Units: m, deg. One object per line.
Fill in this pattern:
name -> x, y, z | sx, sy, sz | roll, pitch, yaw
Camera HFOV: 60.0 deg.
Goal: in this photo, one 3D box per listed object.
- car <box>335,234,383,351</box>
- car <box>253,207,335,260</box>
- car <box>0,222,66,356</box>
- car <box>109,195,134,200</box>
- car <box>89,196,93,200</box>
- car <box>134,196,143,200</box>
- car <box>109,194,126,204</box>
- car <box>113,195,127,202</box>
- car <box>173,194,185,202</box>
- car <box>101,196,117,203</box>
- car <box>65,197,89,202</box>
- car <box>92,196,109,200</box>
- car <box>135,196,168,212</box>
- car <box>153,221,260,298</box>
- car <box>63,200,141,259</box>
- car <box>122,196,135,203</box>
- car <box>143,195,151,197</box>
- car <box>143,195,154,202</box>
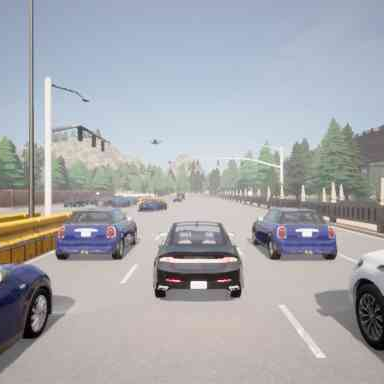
car -> 3.615, 1.221, 3.049 | 2.150, 2.045, 5.566 | 0, 0, 0
car -> 3.645, 1.352, 12.633 | 2.097, 1.767, 4.553 | 0, 0, 0
car -> -3.384, 1.352, 3.738 | 2.097, 1.767, 4.553 | 0, 0, 0
car -> -10.399, 1.476, 49.246 | 1.882, 1.535, 5.008 | 0, 0, 0
car -> -17.344, 1.503, 58.787 | 1.837, 1.490, 4.892 | 0, 0, 1
car -> -10.355, 1.524, 58.312 | 1.812, 1.442, 4.674 | 0, 0, 1
car -> -13.815, 1.350, 62.105 | 2.097, 1.767, 4.553 | 0, 0, 1
car -> -17.195, 1.537, 79.704 | 2.033, 1.411, 5.357 | 0, 0, 0
car -> -3.211, 1.593, 74.952 | 1.895, 1.301, 4.718 | 0, 0, 0
car -> -17.236, 1.523, 69.213 | 2.128, 1.511, 4.902 | 0, 0, 0
car -> -17.417, 1.503, 49.373 | 1.837, 1.490, 4.892 | 0, 0, 1
car -> -13.870, 1.524, 52.961 | 1.812, 1.442, 4.674 | 0, 0, 1
car -> -4.504, 1.563, 39.557 | 1.994, 1.385, 4.181 | 0, 0, 26
car -> 0.131, 1.491, 8.520 | 2.128, 1.511, 4.902 | 0, 0, 0
car -> -3.402, 1.352, 12.655 | 2.097, 1.767, 4.553 | 0, 0, -1
car -> -13.724, 1.550, 72.124 | 1.994, 1.385, 4.181 | 0, 0, 0
car -> -10.250, 1.489, 67.675 | 2.128, 1.511, 4.902 | 0, 0, 0
car -> -10.202, 1.521, 78.010 | 1.812, 1.442, 4.674 | 0, 0, 0
